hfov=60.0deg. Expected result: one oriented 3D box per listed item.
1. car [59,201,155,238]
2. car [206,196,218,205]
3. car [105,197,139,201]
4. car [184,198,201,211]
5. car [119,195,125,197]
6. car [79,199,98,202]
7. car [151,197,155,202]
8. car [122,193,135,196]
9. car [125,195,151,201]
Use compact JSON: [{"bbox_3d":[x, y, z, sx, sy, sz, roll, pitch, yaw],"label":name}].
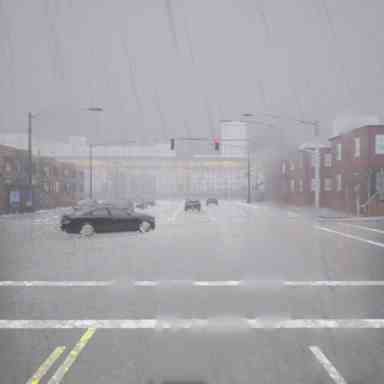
[{"bbox_3d":[-4.383,1.478,17.685,5.008,1.535,1.882,0,1,-32],"label":"car"},{"bbox_3d":[3.480,1.505,58.473,1.837,1.490,4.892,0,0,0],"label":"car"},{"bbox_3d":[-7.103,1.547,34.079,2.033,1.411,5.357,0,0,0],"label":"car"},{"bbox_3d":[0.086,1.491,41.270,2.128,1.511,4.902,0,0,0],"label":"car"},{"bbox_3d":[-10.604,1.547,44.119,2.033,1.411,5.357,0,0,0],"label":"car"},{"bbox_3d":[-10.599,1.505,33.740,1.837,1.490,4.892,0,0,0],"label":"car"},{"bbox_3d":[-7.093,1.505,54.151,1.837,1.490,4.892,0,0,0],"label":"car"},{"bbox_3d":[-10.602,1.221,54.776,2.150,2.045,5.566,0,0,-1],"label":"car"},{"bbox_3d":[-7.098,1.491,44.060,2.128,1.511,4.902,0,0,0],"label":"car"}]
